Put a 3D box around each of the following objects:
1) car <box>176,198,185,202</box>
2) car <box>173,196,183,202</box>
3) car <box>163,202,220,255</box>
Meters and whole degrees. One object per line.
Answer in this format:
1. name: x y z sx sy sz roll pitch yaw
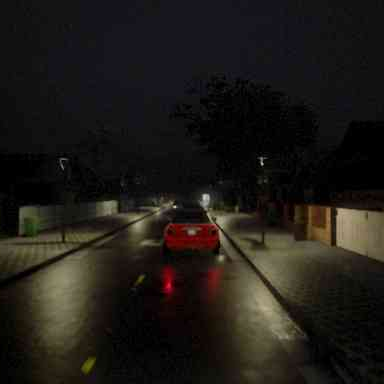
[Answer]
1. car: -0.011 1.631 29.045 2.097 1.767 4.553 0 -1 0
2. car: -2.784 1.923 71.738 2.150 2.045 5.566 0 -1 0
3. car: -0.004 1.485 14.044 2.097 1.767 4.553 0 -1 0
